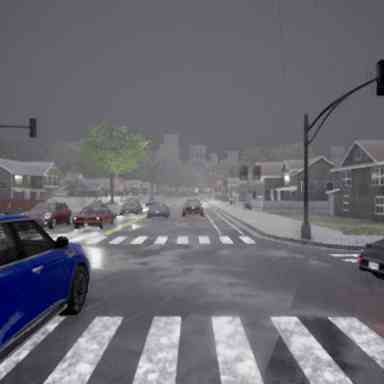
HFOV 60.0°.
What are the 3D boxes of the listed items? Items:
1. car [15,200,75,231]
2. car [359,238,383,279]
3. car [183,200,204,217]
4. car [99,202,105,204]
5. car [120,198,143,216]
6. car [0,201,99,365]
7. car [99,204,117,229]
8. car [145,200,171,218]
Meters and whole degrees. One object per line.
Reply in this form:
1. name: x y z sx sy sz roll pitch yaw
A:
1. car: -9.843 1.501 22.719 2.097 1.767 4.553 0 0 0
2. car: 6.740 1.721 8.781 4.674 1.442 1.812 2 -1 -14
3. car: 0.107 1.573 34.799 2.097 1.767 4.553 0 0 0
4. car: -9.833 1.765 34.227 2.033 1.411 5.357 0 0 0
5. car: -6.582 1.735 36.448 1.837 1.490 4.892 0 0 0
6. car: -3.149 1.254 4.450 2.150 2.045 5.566 0 0 0
7. car: -6.594 1.751 22.952 1.895 1.301 4.718 0 0 0
8. car: -3.142 1.769 32.139 1.994 1.385 4.181 0 0 0
